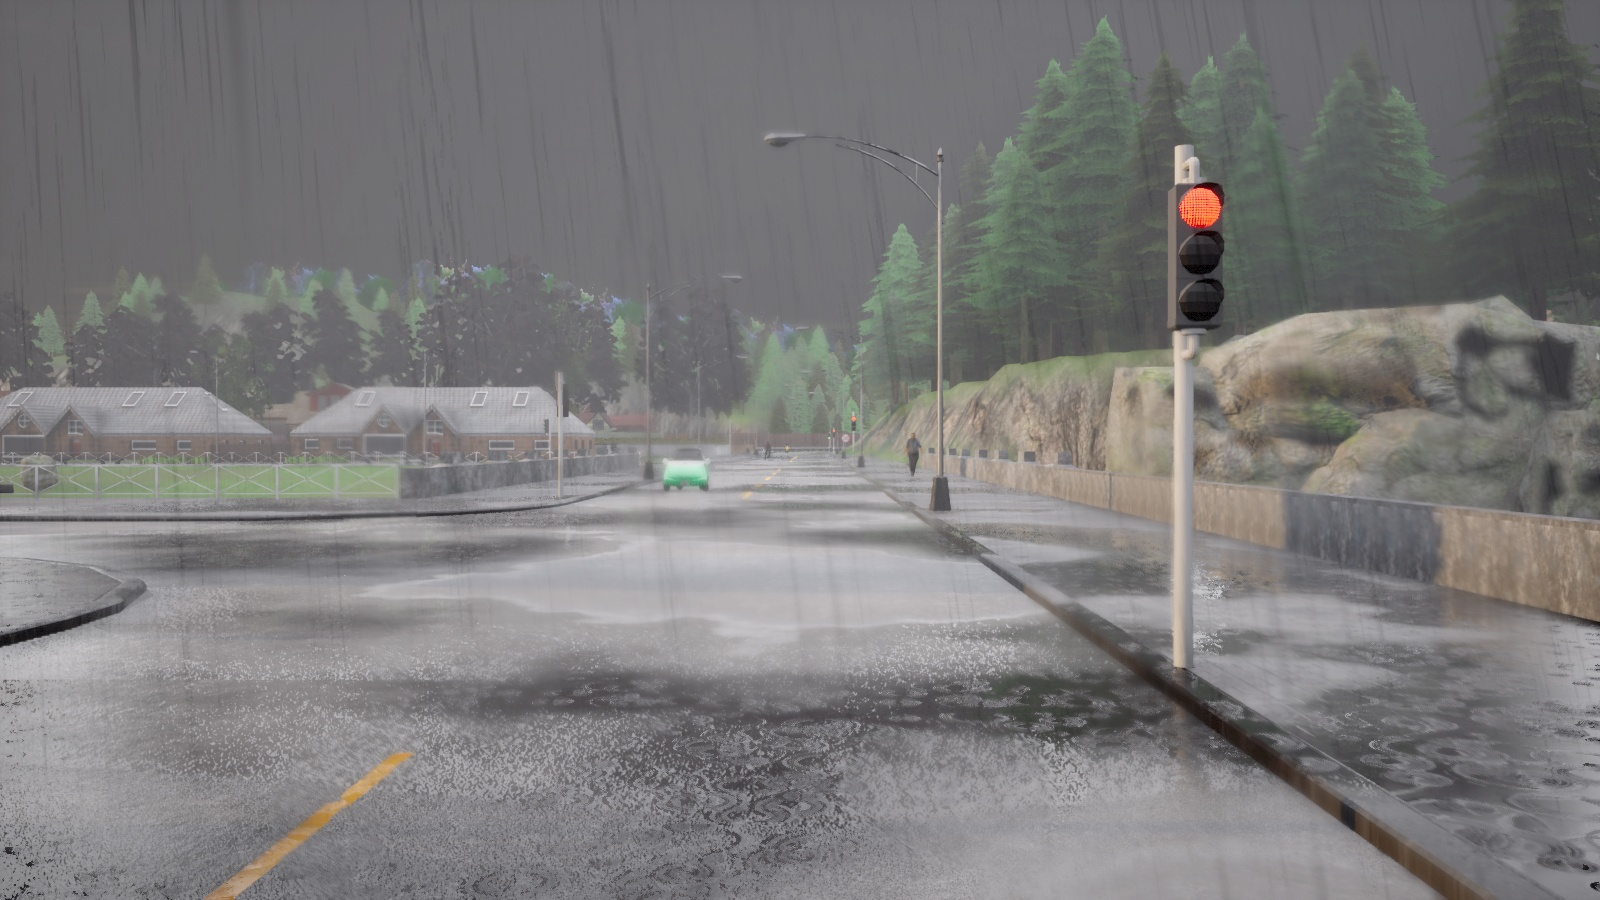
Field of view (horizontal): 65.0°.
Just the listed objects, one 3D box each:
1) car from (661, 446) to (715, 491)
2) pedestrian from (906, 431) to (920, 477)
[{"bbox_3d":[-3.512,0.575,39.511,1.481,1.376,2.207,0,0,1],"label":"car"},{"bbox_3d":[4.556,0.174,50.694,0.540,1.848,0.694,0,0,2],"label":"pedestrian"}]
